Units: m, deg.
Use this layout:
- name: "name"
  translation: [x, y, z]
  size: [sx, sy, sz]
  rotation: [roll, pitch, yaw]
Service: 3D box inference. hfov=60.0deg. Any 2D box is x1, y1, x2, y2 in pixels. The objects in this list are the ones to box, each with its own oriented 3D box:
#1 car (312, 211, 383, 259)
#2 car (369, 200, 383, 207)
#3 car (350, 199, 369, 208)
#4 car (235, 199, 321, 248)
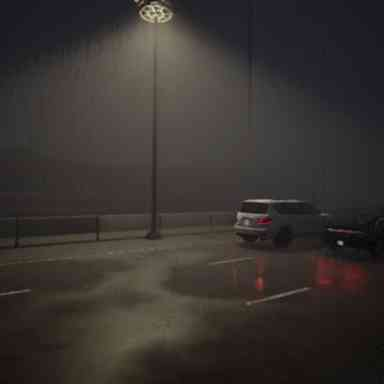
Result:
- name: "car"
  translation: [7.335, 1.645, 13.375]
  size: [4.902, 1.511, 2.128]
  rotation: [1, 0, -35]
- name: "car"
  translation: [33.669, 2.211, 58.984]
  size: [4.674, 1.442, 1.812]
  rotation: [1, 0, -41]
- name: "car"
  translation: [31.042, 2.033, 61.310]
  size: [4.553, 1.767, 2.097]
  rotation: [1, -1, -41]
- name: "car"
  translation: [4.531, 1.366, 15.685]
  size: [5.566, 2.045, 2.150]
  rotation: [0, 0, -35]
